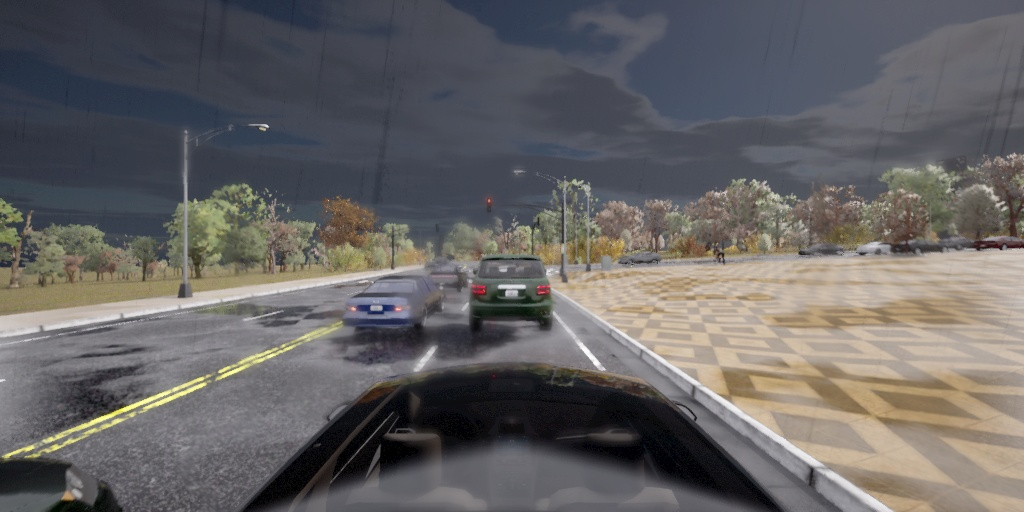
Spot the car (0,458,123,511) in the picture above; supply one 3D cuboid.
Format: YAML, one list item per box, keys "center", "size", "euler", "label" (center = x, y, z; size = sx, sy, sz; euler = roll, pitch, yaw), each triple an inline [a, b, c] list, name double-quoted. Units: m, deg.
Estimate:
- center: [-3.165, 1.314, 0.227]
  size: [1.994, 1.385, 4.181]
  euler: [0, 0, 0]
  label: "car"

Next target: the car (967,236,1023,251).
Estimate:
- center: [51.168, -1.338, 37.414]
  size: [5.008, 1.535, 1.882]
  euler: [-3, 0, -7]
  label: "car"

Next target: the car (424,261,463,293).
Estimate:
- center: [-3.618, 1.245, 20.838]
  size: [2.128, 1.511, 4.902]
  euler: [0, 0, 0]
  label: "car"

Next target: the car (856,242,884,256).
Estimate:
- center: [40.587, -0.829, 39.484]
  size: [4.674, 1.442, 1.812]
  euler: [-3, 0, -6]
  label: "car"

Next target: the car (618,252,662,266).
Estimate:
- center: [14.547, 0.311, 40.958]
  size: [4.902, 1.511, 2.128]
  euler: [-3, 0, -3]
  label: "car"

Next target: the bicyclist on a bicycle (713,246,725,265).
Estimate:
- center: [17.408, -0.014, 30.186]
  size: [0.582, 1.620, 1.656]
  euler: [-2, 0, -3]
  label: "bicyclist on a bicycle"

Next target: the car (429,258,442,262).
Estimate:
- center: [-12.734, 1.378, 57.083]
  size: [1.994, 1.385, 4.181]
  euler: [0, 0, -5]
  label: "car"

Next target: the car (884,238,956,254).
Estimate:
- center: [41.249, -0.900, 36.284]
  size: [5.008, 1.535, 1.882]
  euler: [-3, 0, -5]
  label: "car"

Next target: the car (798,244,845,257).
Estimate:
- center: [36.631, -0.677, 42.494]
  size: [4.892, 1.490, 1.837]
  euler: [-2, 0, -5]
  label: "car"

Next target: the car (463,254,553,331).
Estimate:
- center: [-0.060, 0.971, 11.088]
  size: [2.150, 2.045, 5.566]
  euler: [0, 0, -1]
  label: "car"

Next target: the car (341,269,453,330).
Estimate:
- center: [-3.308, 1.297, 11.092]
  size: [2.033, 1.411, 5.357]
  euler: [0, 0, -1]
  label: "car"
